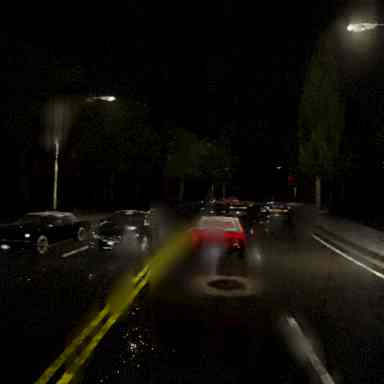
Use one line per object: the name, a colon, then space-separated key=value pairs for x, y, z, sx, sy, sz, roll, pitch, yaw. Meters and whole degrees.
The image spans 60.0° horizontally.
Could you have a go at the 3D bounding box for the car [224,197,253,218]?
car: x=4.430 y=1.543 z=30.383 sx=2.128 sy=1.511 sz=4.902 roll=1 pitch=0 yaw=13

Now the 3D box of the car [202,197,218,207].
car: x=2.806 y=1.535 z=52.089 sx=1.837 sy=1.490 sz=4.892 roll=1 pitch=0 yaw=14

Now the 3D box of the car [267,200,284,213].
car: x=10.343 y=1.727 z=41.269 sx=1.994 sy=1.385 sz=4.181 roll=1 pitch=0 yaw=14

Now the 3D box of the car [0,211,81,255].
car: x=-5.713 y=1.458 z=12.839 sx=1.895 sy=1.301 sz=4.718 roll=1 pitch=0 yaw=7

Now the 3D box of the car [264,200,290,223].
car: x=6.918 y=1.591 z=26.971 sx=2.128 sy=1.511 sz=4.902 roll=1 pitch=0 yaw=13

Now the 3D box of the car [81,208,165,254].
car: x=-2.349 y=1.437 z=13.324 sx=1.837 sy=1.490 sz=4.892 roll=1 pitch=0 yaw=8

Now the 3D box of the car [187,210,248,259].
car: x=1.034 y=1.608 z=12.793 sx=1.895 sy=1.301 sz=4.718 roll=1 pitch=0 yaw=7
